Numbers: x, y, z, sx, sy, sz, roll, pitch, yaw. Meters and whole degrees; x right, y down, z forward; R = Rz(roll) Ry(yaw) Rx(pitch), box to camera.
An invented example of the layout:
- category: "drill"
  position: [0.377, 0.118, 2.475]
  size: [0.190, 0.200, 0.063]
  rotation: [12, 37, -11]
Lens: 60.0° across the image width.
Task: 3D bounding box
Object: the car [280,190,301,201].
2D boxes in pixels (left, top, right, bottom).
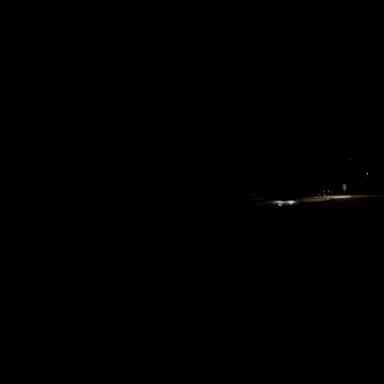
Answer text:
- category: "car"
  position: [14.682, 0.484, 49.363]
  size: [1.882, 1.535, 5.008]
  rotation: [-1, 0, 36]
